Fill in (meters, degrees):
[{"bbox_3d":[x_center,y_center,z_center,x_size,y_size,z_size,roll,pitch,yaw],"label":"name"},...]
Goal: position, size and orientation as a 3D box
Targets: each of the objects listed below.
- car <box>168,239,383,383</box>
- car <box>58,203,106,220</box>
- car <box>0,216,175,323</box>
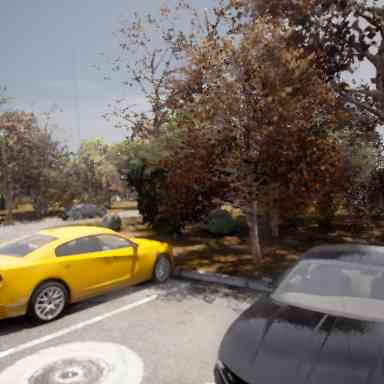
[{"bbox_3d":[2.129,1.483,4.303,2.097,1.535,5.008,-1,0,35],"label":"car"},{"bbox_3d":[-9.609,1.711,29.277,1.994,1.385,4.181,-4,-1,34],"label":"car"},{"bbox_3d":[-2.412,1.527,7.524,2.097,1.535,5.008,-1,0,35],"label":"car"}]
